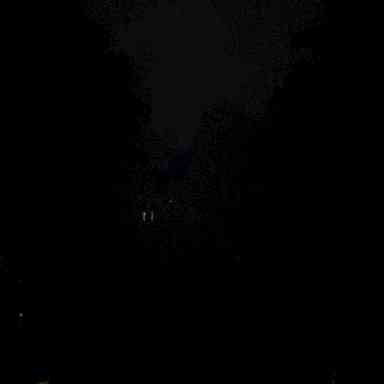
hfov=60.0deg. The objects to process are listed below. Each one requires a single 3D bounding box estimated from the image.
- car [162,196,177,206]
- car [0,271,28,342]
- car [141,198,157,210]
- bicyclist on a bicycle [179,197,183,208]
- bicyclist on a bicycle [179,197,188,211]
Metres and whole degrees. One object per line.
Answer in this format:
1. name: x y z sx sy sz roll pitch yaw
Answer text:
1. car: -3.742 1.684 59.541 2.033 1.411 5.357 0 0 -7
2. car: -3.654 1.584 3.724 1.994 1.385 4.181 0 0 -1
3. car: -5.735 1.626 44.376 2.128 1.511 4.902 0 0 -5
4. bicyclist on a bicycle: -1.656 1.595 49.485 0.582 1.620 1.656 0 0 -6
5. bicyclist on a bicycle: -0.916 1.573 41.453 0.866 1.612 1.509 0 0 -5
